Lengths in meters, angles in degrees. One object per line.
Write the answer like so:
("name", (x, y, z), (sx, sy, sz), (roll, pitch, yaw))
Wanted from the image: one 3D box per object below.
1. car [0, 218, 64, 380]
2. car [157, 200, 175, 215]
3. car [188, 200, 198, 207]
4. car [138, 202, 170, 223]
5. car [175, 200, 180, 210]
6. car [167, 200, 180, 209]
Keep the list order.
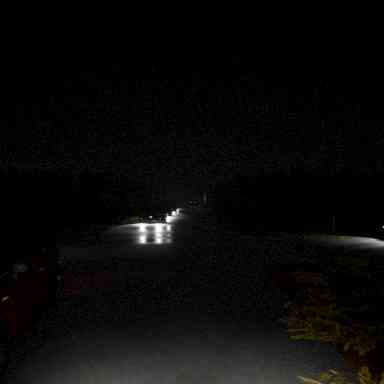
("car", (-3.441, 1.365, 4.933), (2.097, 1.767, 4.553), (0, 0, -8))
("car", (-3.130, 1.711, 36.130), (1.837, 1.490, 4.892), (0, 0, 0))
("car", (0.224, 2.303, 68.908), (2.128, 1.511, 4.902), (0, -1, 0))
("car", (-3.141, 1.740, 27.294), (1.994, 1.385, 4.181), (0, -1, 0))
("car", (-3.106, 1.779, 45.499), (2.128, 1.511, 4.902), (0, -1, 0))
("car", (-3.060, 2.061, 55.832), (1.837, 1.490, 4.892), (0, -2, 1))
